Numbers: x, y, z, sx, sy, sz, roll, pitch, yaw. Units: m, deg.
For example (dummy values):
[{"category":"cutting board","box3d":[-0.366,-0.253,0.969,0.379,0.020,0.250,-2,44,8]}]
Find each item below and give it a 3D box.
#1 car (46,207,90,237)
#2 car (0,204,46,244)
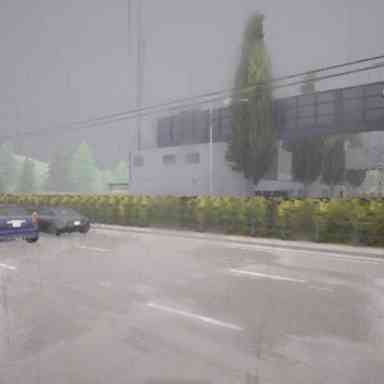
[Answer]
[{"category":"car","box3d":[-7.391,1.524,17.850,4.181,1.385,1.994,0,0,36]},{"category":"car","box3d":[-8.704,1.315,14.483,4.553,1.767,2.097,0,0,36]}]
